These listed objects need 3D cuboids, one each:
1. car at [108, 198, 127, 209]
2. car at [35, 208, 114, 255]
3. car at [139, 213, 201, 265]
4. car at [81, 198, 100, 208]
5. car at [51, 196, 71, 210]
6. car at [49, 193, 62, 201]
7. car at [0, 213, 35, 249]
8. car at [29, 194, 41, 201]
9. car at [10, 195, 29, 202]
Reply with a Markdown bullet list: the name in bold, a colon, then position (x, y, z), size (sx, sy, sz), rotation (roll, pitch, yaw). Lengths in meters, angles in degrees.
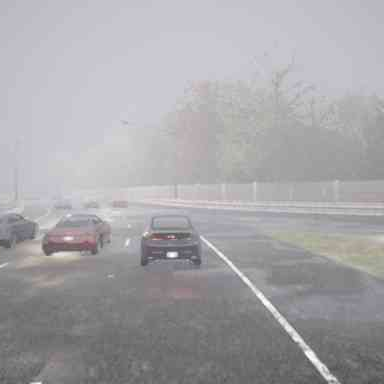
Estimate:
- **car**: position (-10.391, 1.515, 46.282), size (1.882, 1.535, 5.008), rotation (0, 0, -24)
- **car**: position (-4.493, 1.580, 13.522), size (1.994, 1.385, 4.181), rotation (0, 0, -6)
- **car**: position (-0.783, 1.507, 11.721), size (1.837, 1.490, 4.892), rotation (0, 0, -5)
- **car**: position (-13.847, 1.575, 45.392), size (1.812, 1.442, 4.674), rotation (0, 0, -25)
- **car**: position (-17.548, 1.627, 45.068), size (1.994, 1.385, 4.181), rotation (0, 0, -25)
- **car**: position (-33.243, 1.159, 81.116), size (2.150, 2.045, 5.566), rotation (0, 0, -33)
- **car**: position (-8.280, 1.594, 14.564), size (1.994, 1.385, 4.181), rotation (0, 0, -8)
- **car**: position (-37.543, 1.305, 78.697), size (4.553, 1.767, 2.097), rotation (0, 0, 41)
- **car**: position (-39.996, 1.484, 76.199), size (4.902, 1.511, 2.128), rotation (0, 0, 41)
